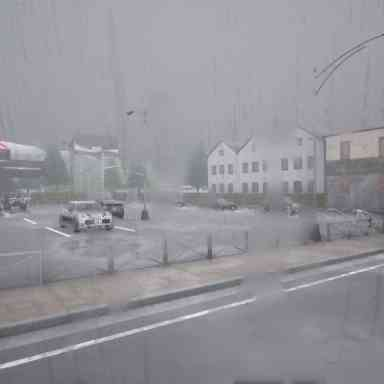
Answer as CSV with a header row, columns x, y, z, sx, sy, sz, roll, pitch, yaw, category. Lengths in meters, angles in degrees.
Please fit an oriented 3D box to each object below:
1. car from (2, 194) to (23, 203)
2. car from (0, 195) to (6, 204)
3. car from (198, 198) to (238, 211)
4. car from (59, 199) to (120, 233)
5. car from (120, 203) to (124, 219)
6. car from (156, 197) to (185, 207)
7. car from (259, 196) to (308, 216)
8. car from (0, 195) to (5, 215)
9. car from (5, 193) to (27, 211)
x,y,z,sx,sy,sz,roll,pitch,yaw,category
-39.301,1.328,72.998,3.866,1.878,1.905,0,0,-36,car
-39.529,1.495,65.869,4.611,1.667,2.242,0,0,-36,car
2.892,1.371,38.341,2.033,1.411,5.357,0,0,-36,car
-5.654,1.248,17.647,1.970,1.475,3.806,0,0,-36,car
-6.783,1.313,25.511,2.007,1.523,4.514,0,0,-36,car
-3.111,1.371,46.836,2.033,1.411,5.357,0,0,-35,car
8.427,1.176,30.575,2.097,1.767,4.553,0,0,-35,car
-18.256,1.113,29.604,1.932,1.855,4.605,0,0,-36,car
-20.168,1.092,37.914,1.905,1.878,3.866,0,0,-36,car
